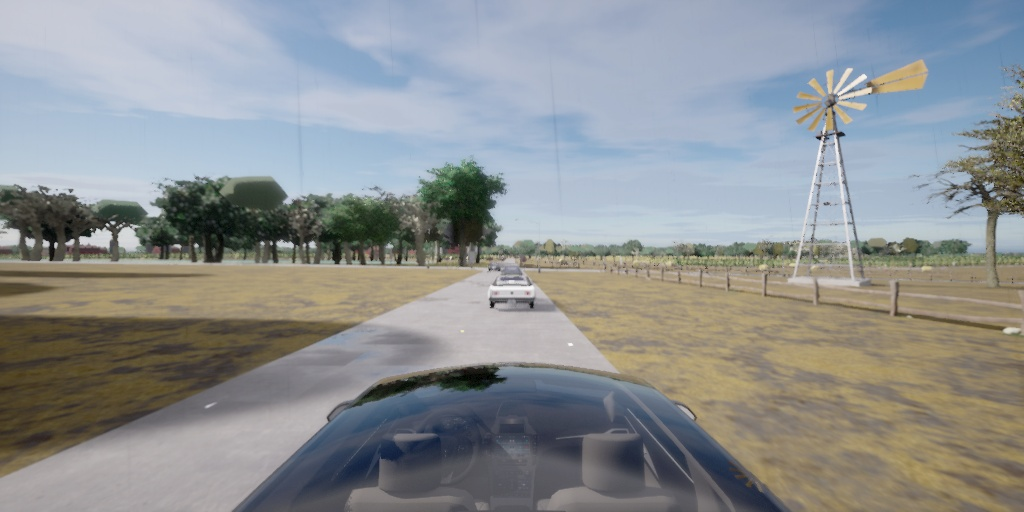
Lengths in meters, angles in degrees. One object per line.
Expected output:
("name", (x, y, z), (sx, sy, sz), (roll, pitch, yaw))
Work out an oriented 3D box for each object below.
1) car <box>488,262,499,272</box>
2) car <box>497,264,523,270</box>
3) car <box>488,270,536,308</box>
("car", (-2.764, 1.701, 57.289), (2.128, 1.511, 4.902), (0, -1, 0))
("car", (-0.001, 1.570, 31.137), (1.994, 1.385, 4.181), (0, 0, 0))
("car", (-0.001, 1.476, 15.945), (1.895, 1.301, 4.718), (0, 0, 0))
